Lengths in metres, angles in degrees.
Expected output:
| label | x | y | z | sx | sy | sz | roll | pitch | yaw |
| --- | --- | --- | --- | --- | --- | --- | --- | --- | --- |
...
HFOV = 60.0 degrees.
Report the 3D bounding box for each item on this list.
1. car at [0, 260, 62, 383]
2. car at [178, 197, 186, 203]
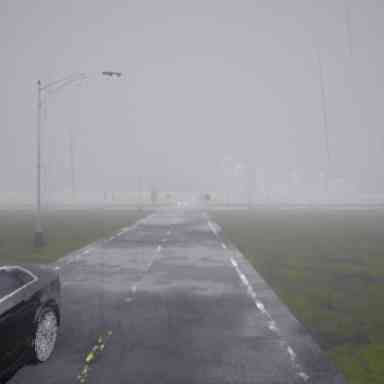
| label | x | y | z | sx | sy | sz | roll | pitch | yaw |
| --- | --- | --- | --- | --- | --- | --- | --- | --- | --- |
| car | -2.848 | 1.515 | 3.073 | 2.128 | 1.511 | 4.902 | 0 | 0 | 0 |
| car | -2.713 | 2.043 | 91.168 | 2.097 | 1.767 | 4.553 | 0 | 0 | 0 |
